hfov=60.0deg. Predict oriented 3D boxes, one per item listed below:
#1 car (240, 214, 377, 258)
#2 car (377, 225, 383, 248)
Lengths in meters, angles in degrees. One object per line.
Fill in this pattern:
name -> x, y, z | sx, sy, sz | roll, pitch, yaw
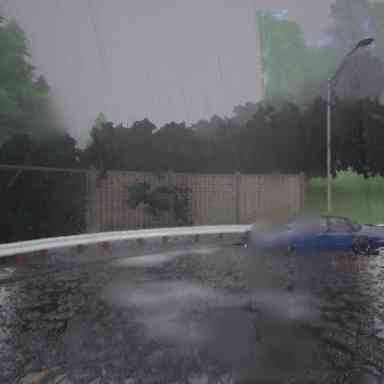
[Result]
car -> 4.564, 1.551, 12.378 | 5.357, 1.411, 2.033 | 0, 0, -9
car -> 7.949, 1.480, 8.792 | 5.008, 1.535, 1.882 | 0, -1, -5
